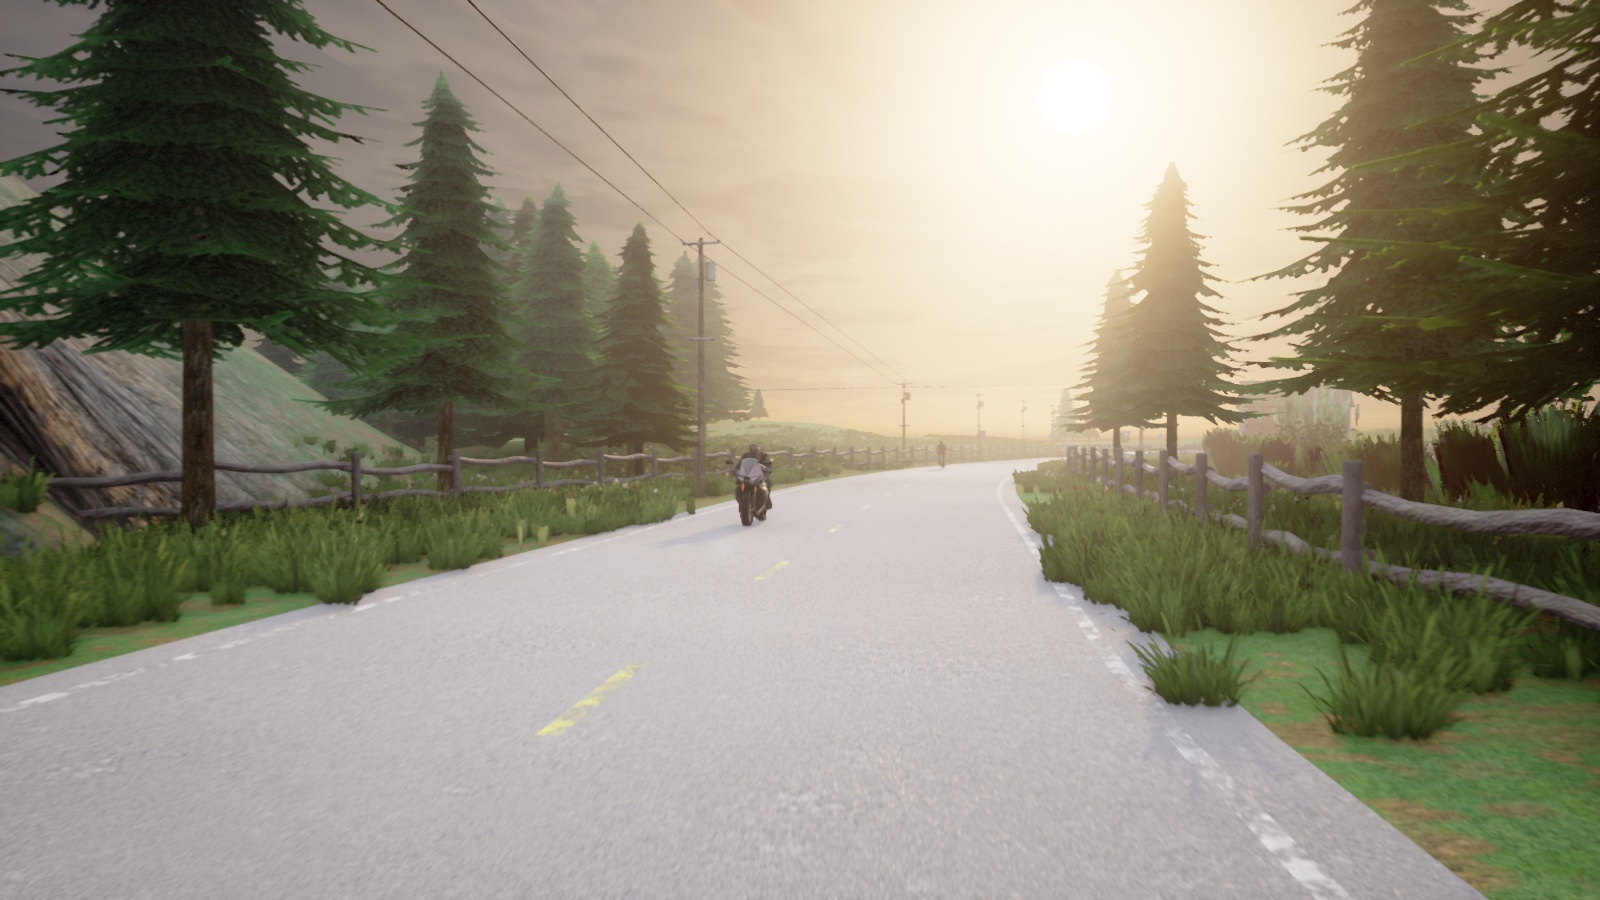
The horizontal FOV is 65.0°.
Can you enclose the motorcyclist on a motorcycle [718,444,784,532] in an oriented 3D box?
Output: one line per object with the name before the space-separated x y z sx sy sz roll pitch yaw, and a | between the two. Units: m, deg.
motorcyclist on a motorcycle | -0.872 0.651 23.021 0.866 1.530 2.191 0 0 7
